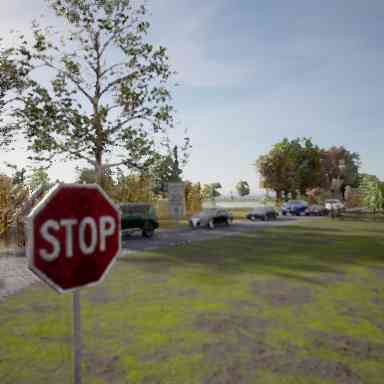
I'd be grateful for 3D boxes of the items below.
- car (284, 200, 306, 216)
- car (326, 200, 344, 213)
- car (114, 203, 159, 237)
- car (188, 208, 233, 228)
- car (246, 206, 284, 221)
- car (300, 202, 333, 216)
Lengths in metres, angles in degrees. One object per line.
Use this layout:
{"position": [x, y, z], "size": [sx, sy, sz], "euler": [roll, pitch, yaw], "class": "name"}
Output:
{"position": [13.845, 2.123, 44.544], "size": [2.150, 2.045, 5.566], "euler": [-2, -2, 36], "class": "car"}
{"position": [22.082, 2.200, 51.415], "size": [2.150, 2.045, 5.566], "euler": [-2, -2, 35], "class": "car"}
{"position": [-4.242, 1.653, 18.900], "size": [2.150, 2.045, 5.566], "euler": [-2, -2, 34], "class": "car"}
{"position": [1.621, 2.075, 27.250], "size": [2.128, 1.511, 4.902], "euler": [-2, -2, 35], "class": "car"}
{"position": [7.711, 2.290, 35.895], "size": [2.033, 1.411, 5.357], "euler": [-2, -2, 35], "class": "car"}
{"position": [16.127, 2.365, 42.843], "size": [2.033, 1.411, 5.357], "euler": [-2, -2, 36], "class": "car"}
